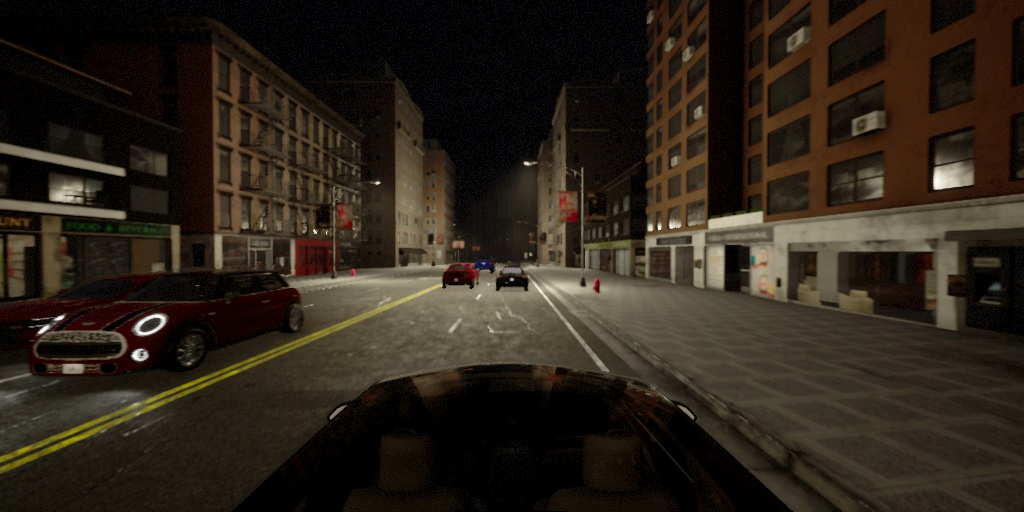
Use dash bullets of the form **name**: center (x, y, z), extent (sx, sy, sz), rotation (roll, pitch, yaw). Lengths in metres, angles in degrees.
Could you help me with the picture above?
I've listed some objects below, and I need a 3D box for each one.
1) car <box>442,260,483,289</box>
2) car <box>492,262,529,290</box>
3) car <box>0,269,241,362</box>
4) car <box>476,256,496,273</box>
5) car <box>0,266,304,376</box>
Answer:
- **car**: center (-3.202, 1.218, 23.146), extent (1.882, 1.535, 5.008), rotation (0, 0, 1)
- **car**: center (0.035, 1.305, 22.314), extent (1.994, 1.385, 4.181), rotation (0, 0, 1)
- **car**: center (-9.840, 1.221, 9.264), extent (1.882, 1.535, 5.008), rotation (0, 0, 0)
- **car**: center (-3.156, 0.968, 42.852), extent (2.150, 2.045, 5.566), rotation (0, 0, 0)
- **car**: center (-6.588, 1.097, 7.623), extent (2.097, 1.767, 4.553), rotation (0, 0, 0)
